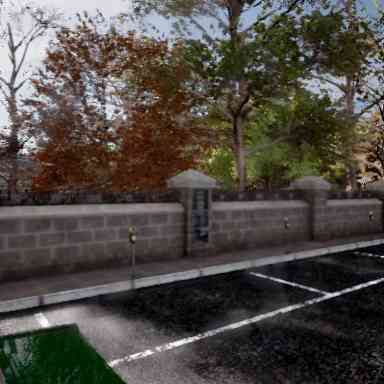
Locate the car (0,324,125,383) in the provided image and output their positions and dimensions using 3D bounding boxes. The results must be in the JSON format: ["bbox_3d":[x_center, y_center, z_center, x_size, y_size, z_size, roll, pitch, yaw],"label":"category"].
[{"bbox_3d":[-2.626,1.598,1.508,4.718,1.301,1.895,0,0,-35],"label":"car"}]
